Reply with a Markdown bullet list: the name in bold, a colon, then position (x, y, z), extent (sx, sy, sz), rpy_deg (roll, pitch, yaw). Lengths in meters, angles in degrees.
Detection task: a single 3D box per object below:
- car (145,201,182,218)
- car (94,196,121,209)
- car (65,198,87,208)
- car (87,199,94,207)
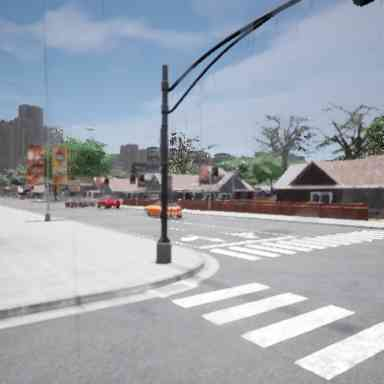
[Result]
- **car**: position (-2.886, 1.629, 32.872), extent (2.097, 1.767, 4.553), rpy_deg (0, -1, -35)
- **car**: position (-13.251, 1.651, 52.985), extent (2.150, 2.045, 5.566), rpy_deg (0, -1, -35)
- **car**: position (-20.411, 1.807, 57.466), extent (2.097, 1.767, 4.553), rpy_deg (0, 0, -35)
- **car**: position (-19.368, 2.035, 61.444), extent (2.033, 1.411, 5.357), rpy_deg (0, -1, -35)
